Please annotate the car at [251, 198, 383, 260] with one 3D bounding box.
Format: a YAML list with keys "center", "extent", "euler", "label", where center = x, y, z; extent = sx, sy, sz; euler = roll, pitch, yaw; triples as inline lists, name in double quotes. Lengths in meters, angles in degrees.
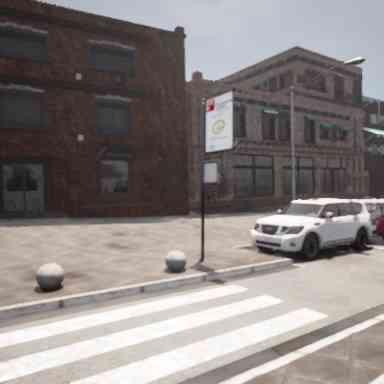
- center: [4.842, 1.284, 13.032]
  extent: [5.566, 2.045, 2.435]
  euler: [0, 0, -35]
  label: "car"
